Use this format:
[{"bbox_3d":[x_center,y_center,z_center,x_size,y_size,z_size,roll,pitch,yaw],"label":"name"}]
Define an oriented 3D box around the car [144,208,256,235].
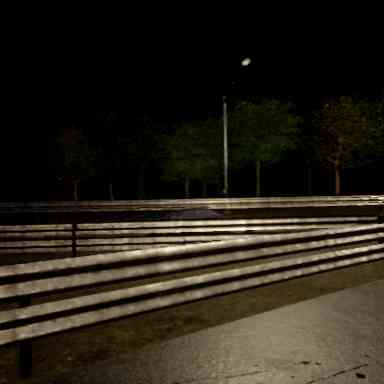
[{"bbox_3d":[0.312,1.496,16.239,5.357,1.411,2.033,-1,1,-6],"label":"car"}]
